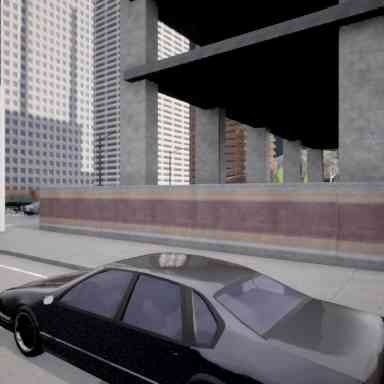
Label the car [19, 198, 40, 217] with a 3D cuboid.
[{"bbox_3d":[-13.729,1.564,31.832,1.994,1.385,4.181,0,0,36],"label":"car"}]

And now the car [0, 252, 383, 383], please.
[{"bbox_3d":[-0.411,1.547,4.285,5.357,1.411,2.033,0,0,35],"label":"car"}]

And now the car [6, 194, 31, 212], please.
[{"bbox_3d":[-19.873,1.221,35.634,2.150,2.045,5.566,0,0,36],"label":"car"}]

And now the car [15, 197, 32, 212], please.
[{"bbox_3d":[-15.732,1.526,35.357,1.812,1.442,4.674,0,0,36],"label":"car"}]
